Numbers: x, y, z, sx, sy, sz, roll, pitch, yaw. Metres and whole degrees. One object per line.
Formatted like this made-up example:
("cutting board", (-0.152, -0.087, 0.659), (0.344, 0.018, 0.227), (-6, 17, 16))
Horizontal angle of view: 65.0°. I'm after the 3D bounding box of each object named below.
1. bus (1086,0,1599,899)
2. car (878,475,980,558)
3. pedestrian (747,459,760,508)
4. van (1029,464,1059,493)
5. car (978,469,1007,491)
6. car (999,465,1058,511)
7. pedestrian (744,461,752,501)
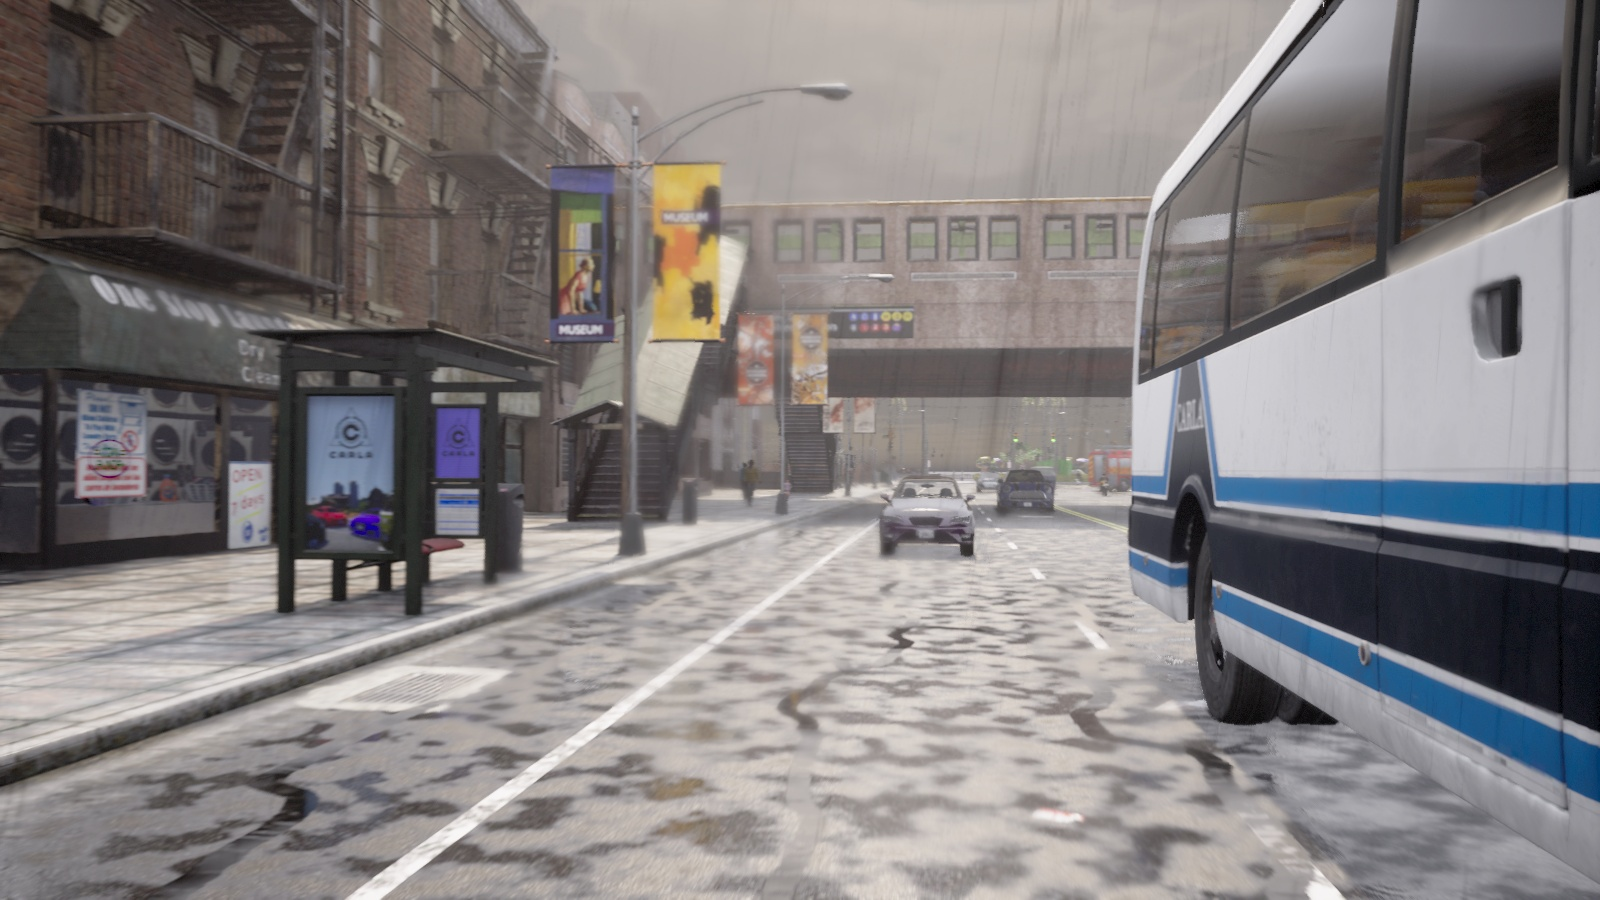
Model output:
("bus", (3.781, -0.487, 5.154), (3.944, 4.253, 10.273), (0, -1, 6))
("car", (2.553, 1.233, 24.595), (1.816, 1.474, 4.193), (0, -1, 7))
("pedestrian", (-1.783, 1.286, 48.299), (0.431, 1.840, 0.709), (0, -1, 1))
("van", (17.502, 2.028, 90.143), (1.775, 1.987, 4.442), (0, -1, 7))
("car", (14.752, 2.319, 96.530), (2.033, 1.649, 4.856), (0, -1, 7))
("car", (9.191, 1.498, 50.842), (2.097, 1.767, 4.553), (0, -1, 7))
("pedestrian", (-2.505, 1.493, 60.531), (0.396, 1.930, 0.692), (0, -1, -1))
